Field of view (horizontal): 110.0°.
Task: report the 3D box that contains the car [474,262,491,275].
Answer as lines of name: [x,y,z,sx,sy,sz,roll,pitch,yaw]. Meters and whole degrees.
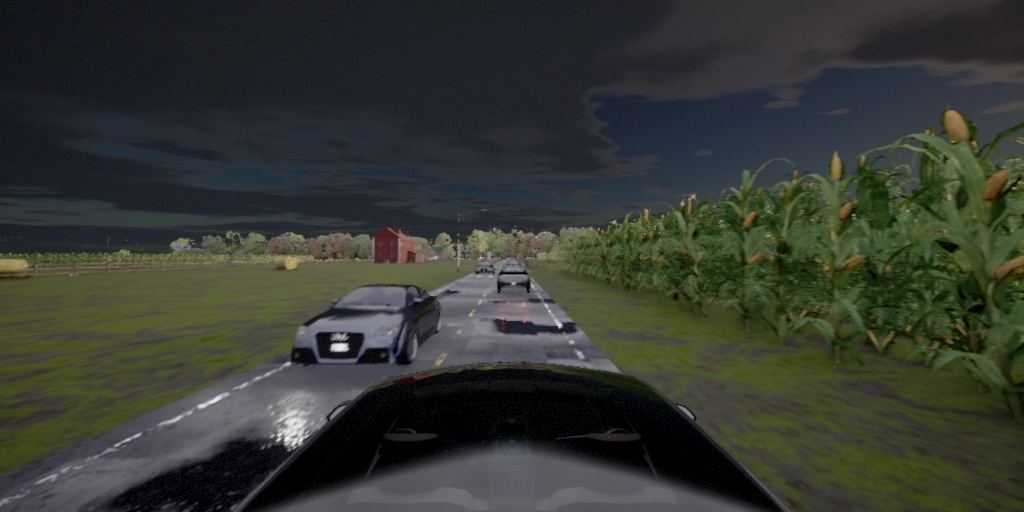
car: [-2.847,1.321,38.346,1.994,1.385,4.181,0,0,0]

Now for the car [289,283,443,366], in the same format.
car: [-2.818,1.314,7.875,1.994,1.385,4.181,0,0,0]

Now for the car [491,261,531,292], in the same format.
car: [0.094,1.245,21.127,2.128,1.511,4.902,0,0,0]
